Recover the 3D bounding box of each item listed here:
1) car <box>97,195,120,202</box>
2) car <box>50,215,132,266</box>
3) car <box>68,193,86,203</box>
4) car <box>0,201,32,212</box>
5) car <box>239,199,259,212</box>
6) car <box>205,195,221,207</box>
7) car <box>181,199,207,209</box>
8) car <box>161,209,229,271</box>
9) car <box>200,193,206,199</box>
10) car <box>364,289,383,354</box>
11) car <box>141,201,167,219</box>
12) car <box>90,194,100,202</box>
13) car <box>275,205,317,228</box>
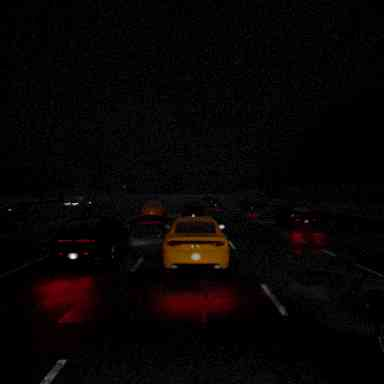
[{"bbox_3d":[-14.033,1.628,56.078,1.812,1.442,4.674,0,0,1],"label":"car"},{"bbox_3d":[-3.397,1.584,11.917,1.837,1.490,4.892,0,0,0],"label":"car"},{"bbox_3d":[-24.489,1.265,71.069,2.150,2.045,5.566,0,0,0],"label":"car"},{"bbox_3d":[-17.588,1.651,32.899,1.812,1.442,4.674,0,0,0],"label":"car"},{"bbox_3d":[7.106,1.634,41.578,1.837,1.490,4.892,0,0,0],"label":"car"},{"bbox_3d":[3.510,1.619,52.268,1.837,1.490,4.892,0,0,0],"label":"car"},{"bbox_3d":[0.105,1.626,29.107,1.837,1.490,4.892,0,0,0],"label":"car"},{"bbox_3d":[0.103,1.553,11.180,1.882,1.535,5.008,0,0,0],"label":"car"},{"bbox_3d":[3.513,1.528,77.009,1.837,1.490,4.892,0,0,0],"label":"car"},{"bbox_3d":[3.502,1.627,2.843,1.895,1.301,4.718,0,0,0],"label":"car"},{"bbox_3d":[-3.395,1.600,30.343,1.882,1.535,5.008,0,0,0],"label":"car"},{"bbox_3d":[-20.988,1.330,73.763,2.097,1.767,4.553,0,0,0],"label":"car"},{"bbox_3d":[7.097,1.636,22.923,1.812,1.442,4.674,0,0,0],"label":"car"}]
